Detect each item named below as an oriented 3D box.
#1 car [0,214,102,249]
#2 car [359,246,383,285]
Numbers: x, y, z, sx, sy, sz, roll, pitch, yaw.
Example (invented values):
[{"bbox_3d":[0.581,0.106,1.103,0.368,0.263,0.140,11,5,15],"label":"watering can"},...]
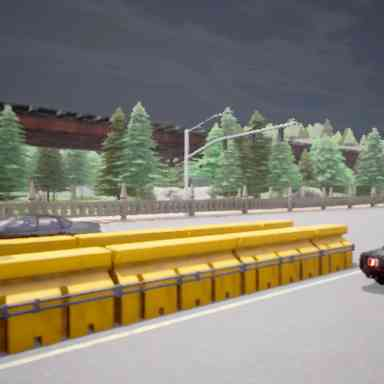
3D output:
[{"bbox_3d":[-6.103,1.549,12.517,5.357,1.411,2.033,0,0,-35],"label":"car"},{"bbox_3d":[6.225,1.602,8.206,4.718,1.301,1.895,0,0,-35],"label":"car"}]
